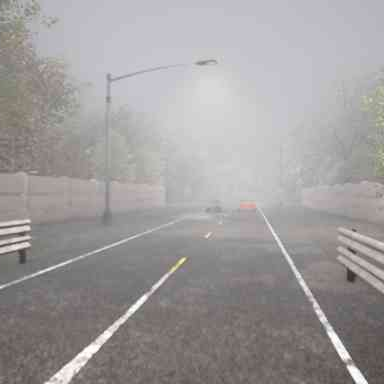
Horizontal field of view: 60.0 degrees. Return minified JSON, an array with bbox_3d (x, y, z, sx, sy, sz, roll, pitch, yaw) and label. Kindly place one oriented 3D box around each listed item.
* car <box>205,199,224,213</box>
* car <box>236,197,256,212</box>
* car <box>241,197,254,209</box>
[{"bbox_3d":[2.652,1.585,38.410,1.837,1.490,4.892,1,0,10],"label":"car"},{"bbox_3d":[6.841,1.484,41.549,2.097,1.767,4.553,1,0,10],"label":"car"},{"bbox_3d":[8.485,1.623,50.949,1.882,1.535,5.008,0,0,10],"label":"car"}]
